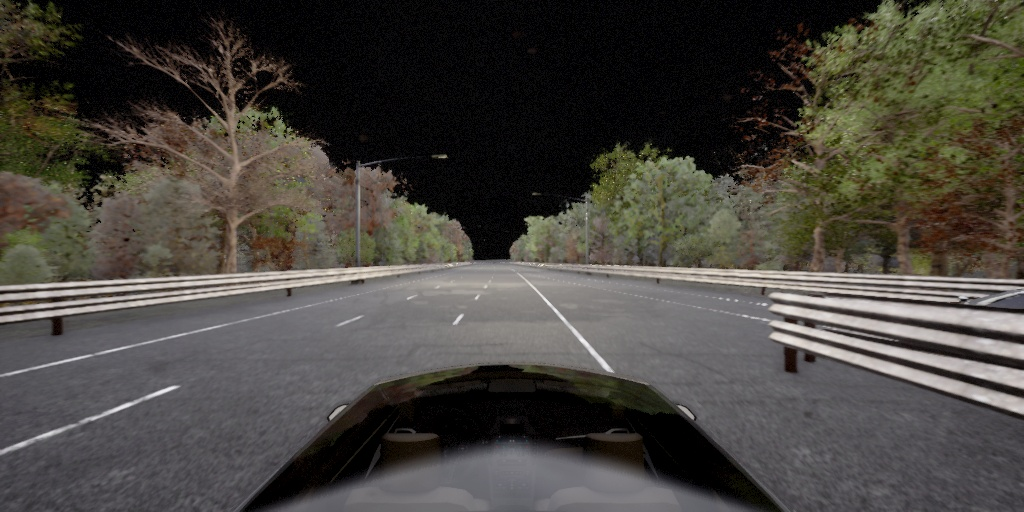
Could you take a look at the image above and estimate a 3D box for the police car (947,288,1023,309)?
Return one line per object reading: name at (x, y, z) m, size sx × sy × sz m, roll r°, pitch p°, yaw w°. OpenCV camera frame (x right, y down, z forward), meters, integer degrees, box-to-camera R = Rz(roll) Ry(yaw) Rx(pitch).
police car at (11.285, 1.356, 7.425) m, size 2.038 × 1.542 × 4.974 m, roll 0°, pitch -1°, yaw -12°
